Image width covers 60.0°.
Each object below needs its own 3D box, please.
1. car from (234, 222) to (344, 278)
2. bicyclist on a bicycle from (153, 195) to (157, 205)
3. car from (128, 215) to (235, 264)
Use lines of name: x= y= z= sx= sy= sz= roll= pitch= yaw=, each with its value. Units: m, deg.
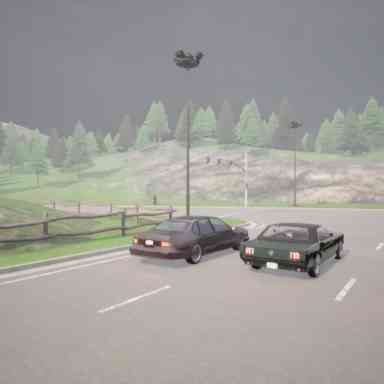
car: x=3.342 y=1.600 z=10.338 sx=1.895 sy=1.301 sz=4.718 roll=0 pitch=0 yaw=35
bicyclist on a bicycle: x=-5.794 y=1.300 z=51.935 sx=0.582 sy=1.620 sz=1.656 roll=0 pitch=0 yaw=14
car: x=0.174 y=1.547 z=11.918 sx=2.033 sy=1.411 sz=5.357 roll=0 pitch=0 yaw=35
